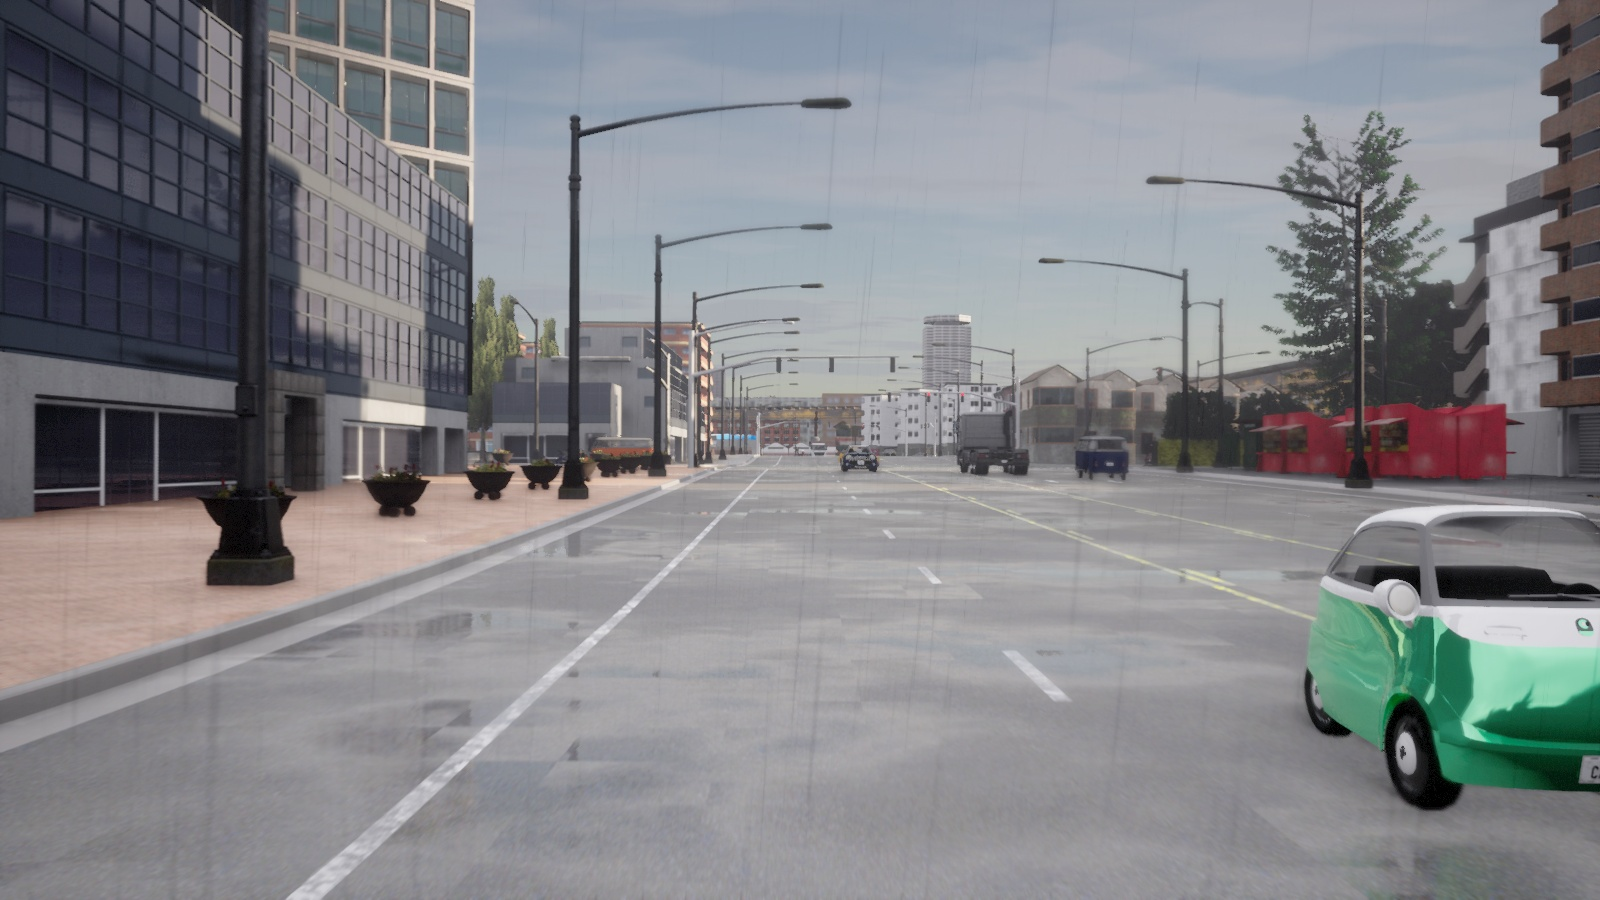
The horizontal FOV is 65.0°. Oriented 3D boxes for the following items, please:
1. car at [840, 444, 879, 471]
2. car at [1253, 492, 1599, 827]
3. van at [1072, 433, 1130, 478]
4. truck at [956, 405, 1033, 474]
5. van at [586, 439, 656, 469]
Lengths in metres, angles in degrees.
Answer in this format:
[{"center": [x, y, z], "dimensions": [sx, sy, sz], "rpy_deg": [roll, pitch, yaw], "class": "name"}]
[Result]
[{"center": [3.326, 0.408, 70.679], "dimensions": [1.970, 1.475, 3.806], "rpy_deg": [0, 0, 0], "class": "car"}, {"center": [3.485, 0.932, 6.474], "dimensions": [1.481, 1.376, 2.207], "rpy_deg": [0, -1, 0], "class": "car"}, {"center": [13.809, 0.229, 57.816], "dimensions": [1.775, 1.987, 4.442], "rpy_deg": [0, 1, 2], "class": "van"}, {"center": [10.329, -0.556, 67.612], "dimensions": [2.891, 3.462, 7.936], "rpy_deg": [0, 0, 0], "class": "truck"}, {"center": [-12.052, 0.244, 84.735], "dimensions": [4.442, 1.987, 1.775], "rpy_deg": [0, 0, -1], "class": "van"}]
